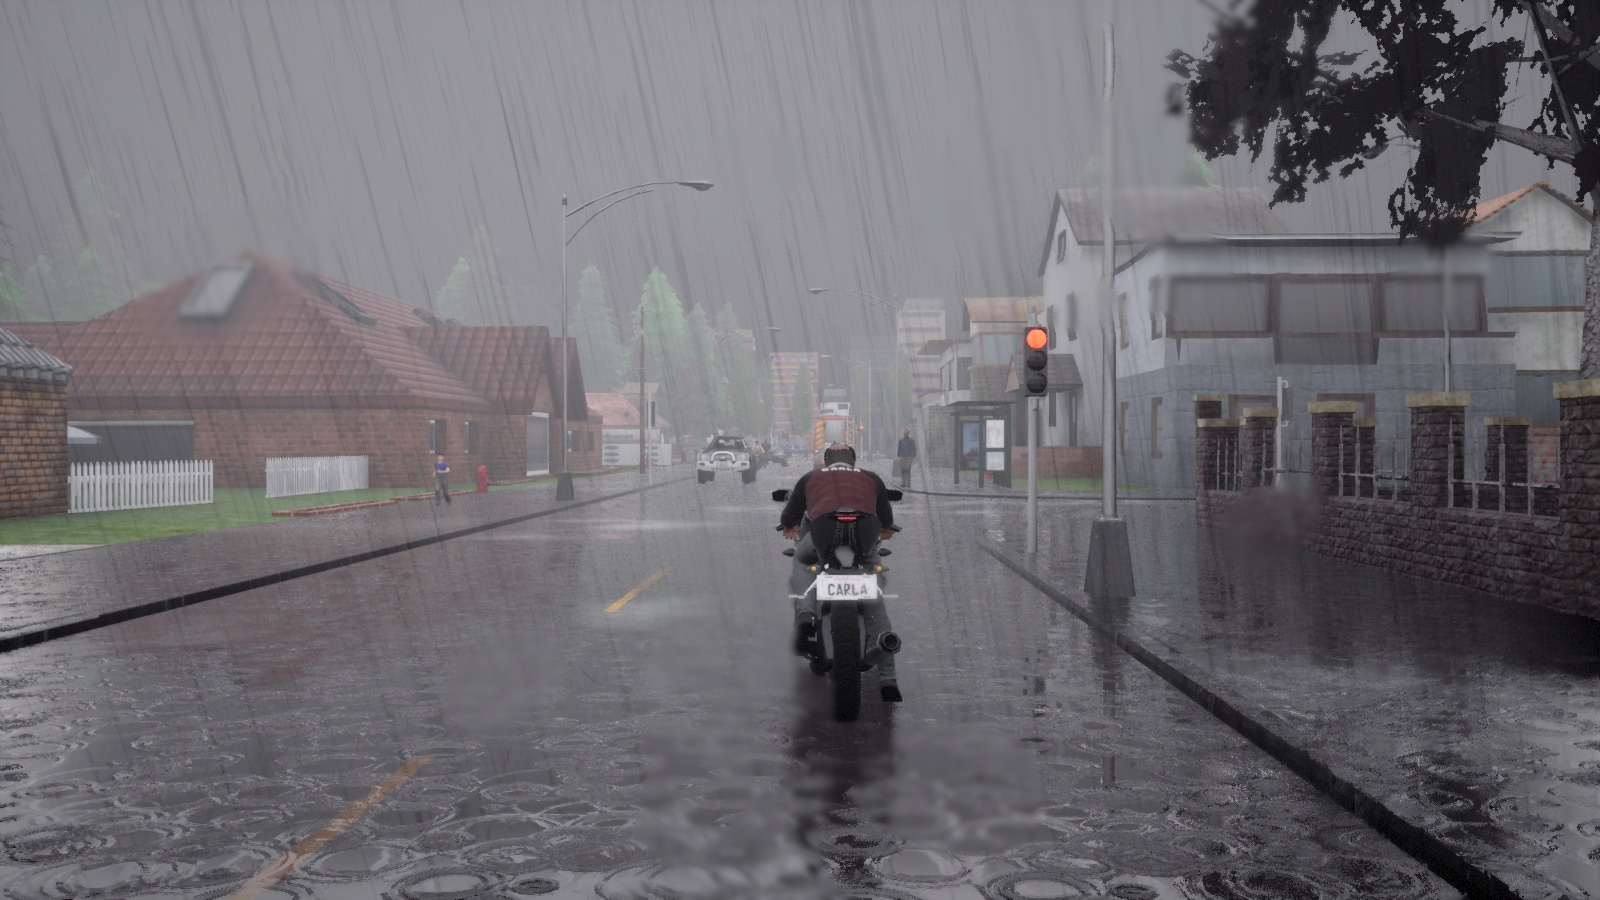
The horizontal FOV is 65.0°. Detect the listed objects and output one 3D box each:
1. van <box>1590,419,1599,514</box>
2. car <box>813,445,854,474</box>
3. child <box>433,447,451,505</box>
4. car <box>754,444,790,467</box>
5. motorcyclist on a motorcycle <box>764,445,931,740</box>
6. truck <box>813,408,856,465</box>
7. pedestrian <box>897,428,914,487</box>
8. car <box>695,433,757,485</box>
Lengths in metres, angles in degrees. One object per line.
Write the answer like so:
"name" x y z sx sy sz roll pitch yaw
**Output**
"van" 19.436 0.340 26.300 4.480 2.038 2.069 0 0 0
"car" 1.709 0.458 62.615 1.994 1.385 4.181 0 0 2
"child" -7.838 0.566 27.476 0.270 1.263 0.437 0 0 0
"car" -1.776 0.335 81.004 2.033 1.411 5.357 0 0 2
"motorcyclist on a motorcycle" 0.244 0.739 7.623 0.866 1.530 2.191 0 0 0
"truck" 2.443 -0.918 88.847 2.891 3.827 8.468 0 0 1
"pedestrian" 3.323 0.236 39.458 0.402 1.842 0.726 0 0 16
"car" -2.715 0.295 47.128 1.932 1.855 4.605 0 0 2
